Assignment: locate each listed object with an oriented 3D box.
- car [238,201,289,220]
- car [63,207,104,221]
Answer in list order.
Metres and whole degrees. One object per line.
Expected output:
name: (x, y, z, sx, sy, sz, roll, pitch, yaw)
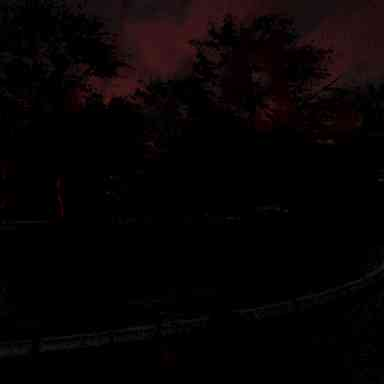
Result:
car: (7.758, 1.951, 36.236, 5.566, 2.045, 2.150, -2, -2, 42)
car: (-12.283, 2.433, 36.919, 4.902, 1.511, 2.128, 0, -2, -18)
